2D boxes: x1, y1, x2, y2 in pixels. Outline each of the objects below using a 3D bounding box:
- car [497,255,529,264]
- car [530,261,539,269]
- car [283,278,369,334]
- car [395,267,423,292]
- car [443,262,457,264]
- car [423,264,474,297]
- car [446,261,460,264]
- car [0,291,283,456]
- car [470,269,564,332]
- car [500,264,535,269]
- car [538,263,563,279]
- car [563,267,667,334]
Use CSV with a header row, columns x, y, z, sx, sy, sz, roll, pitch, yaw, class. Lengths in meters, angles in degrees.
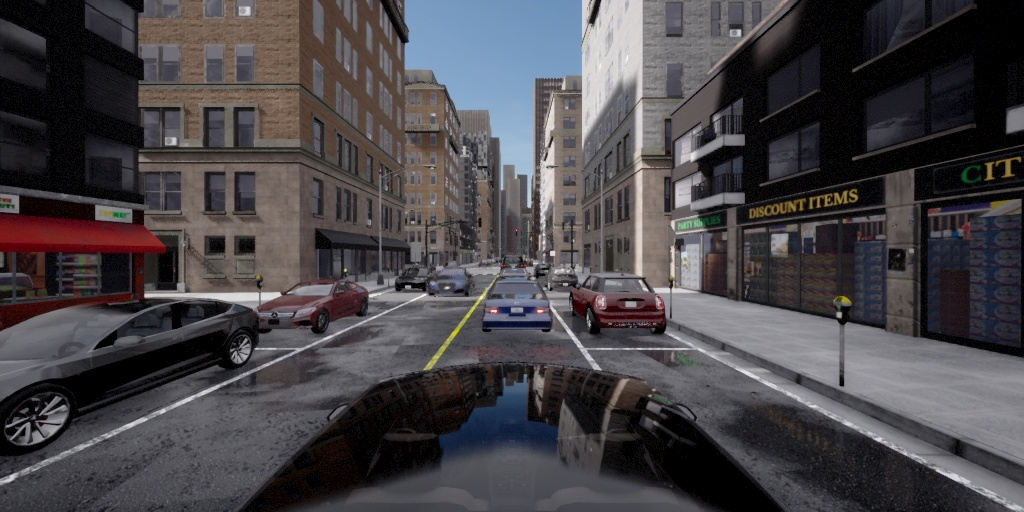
x,y,z,sx,sy,sz,roll,pitch,yaw,class
0.081,0.975,31.340,2.150,2.045,5.566,0,0,-1,car
2.932,1.319,32.592,1.948,1.339,4.313,0,0,0,car
-5.650,1.332,10.609,1.802,1.307,4.207,0,0,0,car
-5.622,1.317,21.611,1.948,1.339,4.313,0,0,0,car
-5.608,1.334,27.113,1.802,1.307,4.207,0,0,0,car
-3.051,1.314,18.821,1.994,1.385,4.181,0,0,0,car
-5.593,1.193,32.614,1.967,1.591,4.097,0,0,0,car
-5.664,1.316,5.108,1.948,1.339,4.313,0,0,0,car
0.122,1.297,10.802,2.033,1.411,5.357,0,0,0,car
0.146,1.352,21.308,1.895,1.301,4.718,0,0,0,car
2.904,1.301,21.590,2.007,1.370,4.403,0,0,0,car
2.876,1.190,10.587,1.967,1.591,4.097,0,0,0,car
